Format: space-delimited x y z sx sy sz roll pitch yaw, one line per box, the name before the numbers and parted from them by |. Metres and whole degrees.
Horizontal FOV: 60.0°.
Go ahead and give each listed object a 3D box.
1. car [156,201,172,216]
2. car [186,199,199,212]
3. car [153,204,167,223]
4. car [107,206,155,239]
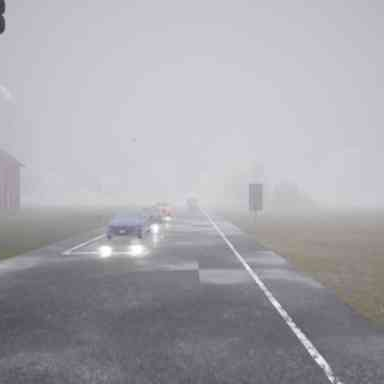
car | -3.497 1.927 39.420 2.097 1.767 4.553 0 -1 1
car | 0.150 2.243 50.790 2.033 1.411 5.357 0 -1 0
car | -3.560 2.005 29.393 1.994 1.385 4.181 0 -1 0
car | -3.581 1.785 19.501 1.882 1.535 5.008 0 -1 0
